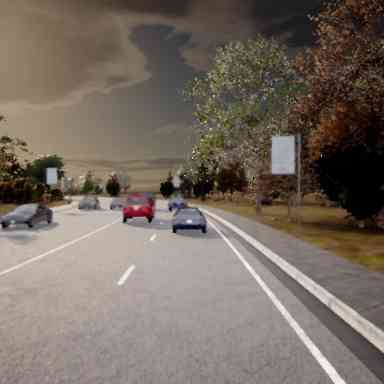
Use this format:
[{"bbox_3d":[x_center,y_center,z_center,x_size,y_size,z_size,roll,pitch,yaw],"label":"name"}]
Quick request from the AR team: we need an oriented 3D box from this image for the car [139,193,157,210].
[{"bbox_3d":[-5.776,1.152,43.167,2.150,2.045,5.566,0,0,-8],"label":"car"}]

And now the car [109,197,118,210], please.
[{"bbox_3d":[-9.061,1.441,41.227,1.837,1.490,4.892,0,0,-7],"label":"car"}]

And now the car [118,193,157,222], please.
[{"bbox_3d":[-4.058,1.211,26.049,2.150,2.045,5.566,0,1,-3],"label":"car"}]

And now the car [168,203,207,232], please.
[{"bbox_3d":[-0.213,1.567,19.985,1.994,1.385,4.181,0,0,-2],"label":"car"}]

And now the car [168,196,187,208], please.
[{"bbox_3d":[-1.796,1.292,40.041,2.097,1.767,4.553,0,0,-7],"label":"car"}]

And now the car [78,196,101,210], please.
[{"bbox_3d":[-12.534,1.284,40.781,2.097,1.767,4.553,0,0,-7],"label":"car"}]

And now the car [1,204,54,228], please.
[{"bbox_3d":[-10.877,1.524,22.376,1.812,1.442,4.674,0,0,-2],"label":"car"}]
